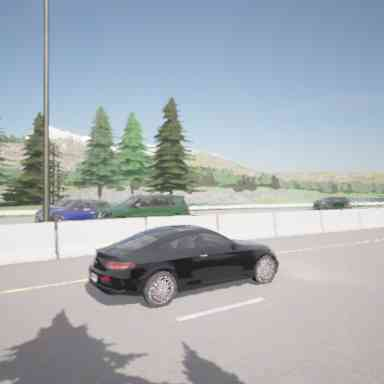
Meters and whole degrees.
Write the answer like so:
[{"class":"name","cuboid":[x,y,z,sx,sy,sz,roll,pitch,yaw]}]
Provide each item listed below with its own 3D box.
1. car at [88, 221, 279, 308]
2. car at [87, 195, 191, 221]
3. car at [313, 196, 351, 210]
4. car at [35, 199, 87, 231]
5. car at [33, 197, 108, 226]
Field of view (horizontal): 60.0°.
[{"class":"car","cuboid":[-0.014,1.505,7.832,4.674,1.442,1.812,0,0,-34]},{"class":"car","cuboid":[-2.720,1.169,18.811,5.566,2.045,2.150,0,0,-32]},{"class":"car","cuboid":[16.982,1.279,40.535,4.553,1.767,2.097,0,0,-22]},{"class":"car","cuboid":[-6.891,1.288,20.237,4.553,1.767,2.097,0,0,-33]},{"class":"car","cuboid":[-8.507,1.278,23.362,4.553,1.767,2.097,0,0,-33]}]
